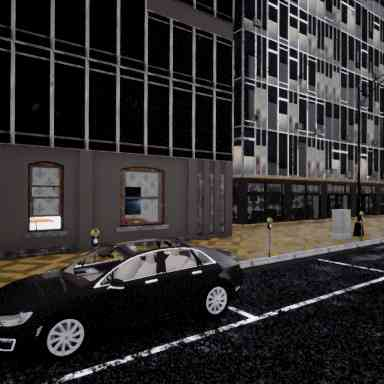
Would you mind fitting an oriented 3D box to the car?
[{"bbox_3d":[-1.045,1.551,5.806,4.403,1.369,2.008,0,0,-35],"label":"car"}]
